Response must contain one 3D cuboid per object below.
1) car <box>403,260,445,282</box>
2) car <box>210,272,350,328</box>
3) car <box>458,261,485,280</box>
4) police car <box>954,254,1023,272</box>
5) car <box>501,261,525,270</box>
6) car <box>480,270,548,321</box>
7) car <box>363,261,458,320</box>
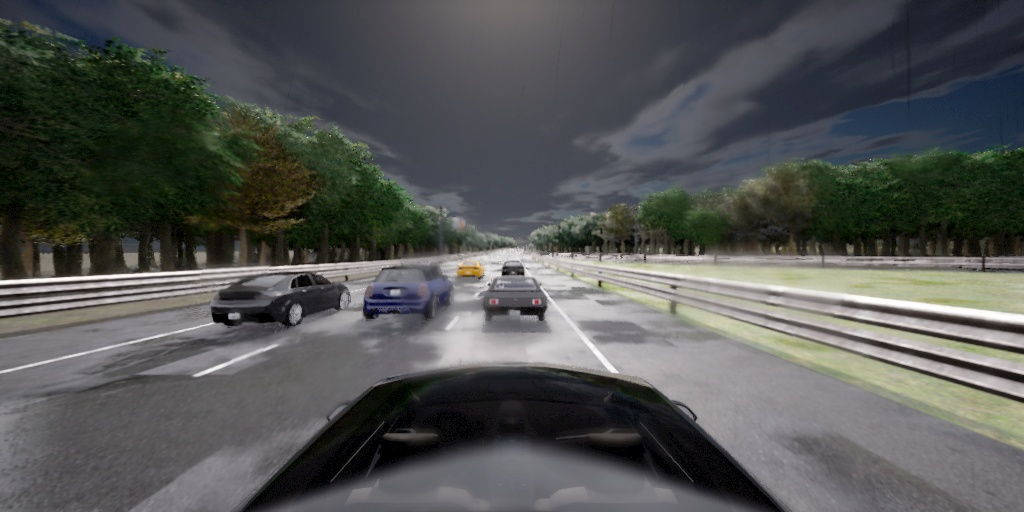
[{"bbox_3d":[-6.907,1.157,28.789,2.128,1.511,4.902,0,0,0],"label":"car"},{"bbox_3d":[-6.907,1.237,11.346,1.837,1.490,4.892,0,0,0],"label":"car"},{"bbox_3d":[-3.406,1.132,30.347,1.882,1.535,5.008,0,0,0],"label":"car"},{"bbox_3d":[44.534,0.650,32.698,5.238,1.638,1.930,0,1,36],"label":"police car"},{"bbox_3d":[0.094,1.132,30.337,1.882,1.535,5.008,0,0,0],"label":"car"},{"bbox_3d":[0.092,1.329,12.392,1.895,1.301,4.718,0,0,0],"label":"car"},{"bbox_3d":[-3.407,1.079,12.621,2.097,1.767,4.553,0,0,0],"label":"car"}]
